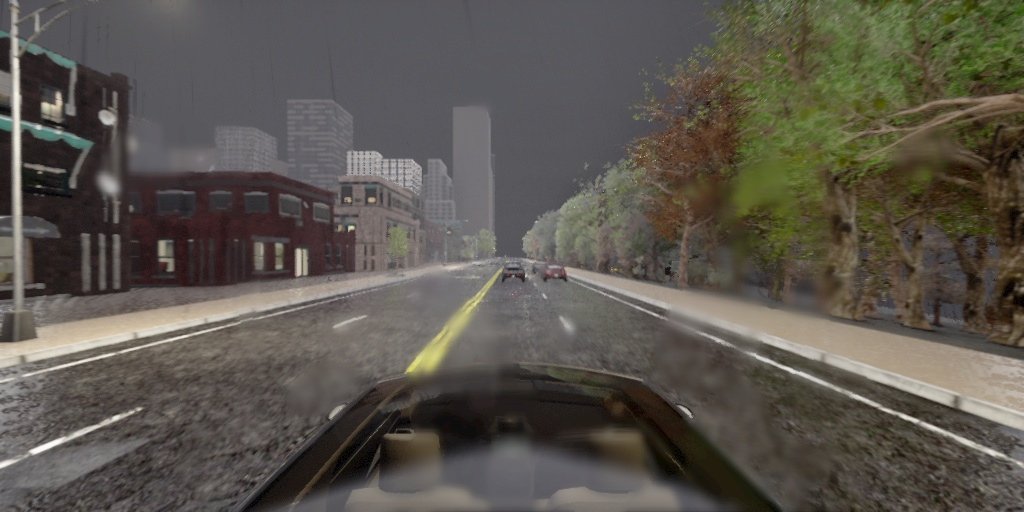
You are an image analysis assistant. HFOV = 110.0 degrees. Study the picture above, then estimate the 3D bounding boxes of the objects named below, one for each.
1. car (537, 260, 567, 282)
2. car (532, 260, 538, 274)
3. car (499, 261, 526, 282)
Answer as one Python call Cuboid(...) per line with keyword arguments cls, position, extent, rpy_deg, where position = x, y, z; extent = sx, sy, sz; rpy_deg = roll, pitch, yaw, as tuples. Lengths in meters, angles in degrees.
Cuboid(cls="car", position=(3.346, 1.281, 29.291), extent=(1.812, 1.442, 4.674), rpy_deg=(0, 0, 0))
Cuboid(cls="car", position=(3.285, 1.248, 41.819), extent=(2.128, 1.511, 4.902), rpy_deg=(0, 0, 0))
Cuboid(cls="car", position=(0.093, 1.261, 29.299), extent=(1.837, 1.490, 4.892), rpy_deg=(0, 0, 0))
